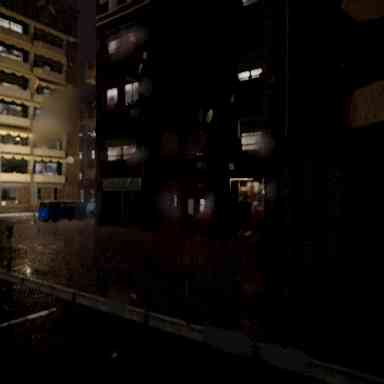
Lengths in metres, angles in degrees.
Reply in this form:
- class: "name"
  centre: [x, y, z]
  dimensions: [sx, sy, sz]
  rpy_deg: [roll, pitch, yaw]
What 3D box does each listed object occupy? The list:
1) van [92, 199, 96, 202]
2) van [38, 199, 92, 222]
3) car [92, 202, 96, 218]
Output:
- class: "van"
  centre: [-11.417, 1.775, 41.985]
  dimensions: [1.690, 1.788, 3.998]
  rpy_deg: [-1, -2, 35]
- class: "van"
  centre: [-10.839, 1.608, 28.063]
  dimensions: [1.690, 1.788, 3.998]
  rpy_deg: [-1, -2, 35]
- class: "car"
  centre: [-7.776, 1.939, 32.677]
  dimensions: [1.947, 1.339, 4.313]
  rpy_deg: [-1, -2, 35]
